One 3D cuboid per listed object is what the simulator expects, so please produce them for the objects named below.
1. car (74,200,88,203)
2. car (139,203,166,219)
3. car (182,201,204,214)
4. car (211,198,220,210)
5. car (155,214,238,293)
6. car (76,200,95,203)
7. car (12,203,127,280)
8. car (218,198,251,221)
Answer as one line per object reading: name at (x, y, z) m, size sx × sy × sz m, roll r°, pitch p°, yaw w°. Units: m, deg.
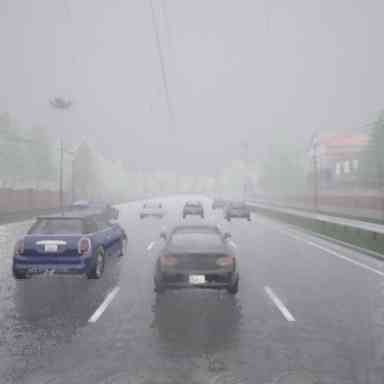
car at (-10.371, 1.524, 32.391) m, size 1.882 × 1.535 × 5.008 m, roll 0°, pitch 0°, yaw 0°
car at (-3.375, 1.643, 29.350) m, size 1.895 × 1.301 × 4.718 m, roll 0°, pitch 0°, yaw 0°
car at (0.126, 1.536, 30.730) m, size 2.128 × 1.511 × 4.902 m, roll 0°, pitch 0°, yaw 0°
car at (3.608, 1.556, 44.407) m, size 2.128 × 1.511 × 4.902 m, roll 0°, pitch 0°, yaw 0°
car at (0.093, 1.539, 8.781) m, size 1.812 × 1.442 × 4.674 m, roll 0°, pitch 0°, yaw 0°
car at (-6.879, 1.584, 25.303) m, size 2.033 × 1.411 × 5.357 m, roll 0°, pitch 0°, yaw 0°
car at (-3.391, 1.367, 10.136) m, size 2.097 × 1.767 × 4.553 m, roll 0°, pitch 0°, yaw 0°
car at (3.580, 1.533, 27.212) m, size 2.128 × 1.511 × 4.902 m, roll 0°, pitch 0°, yaw 0°
